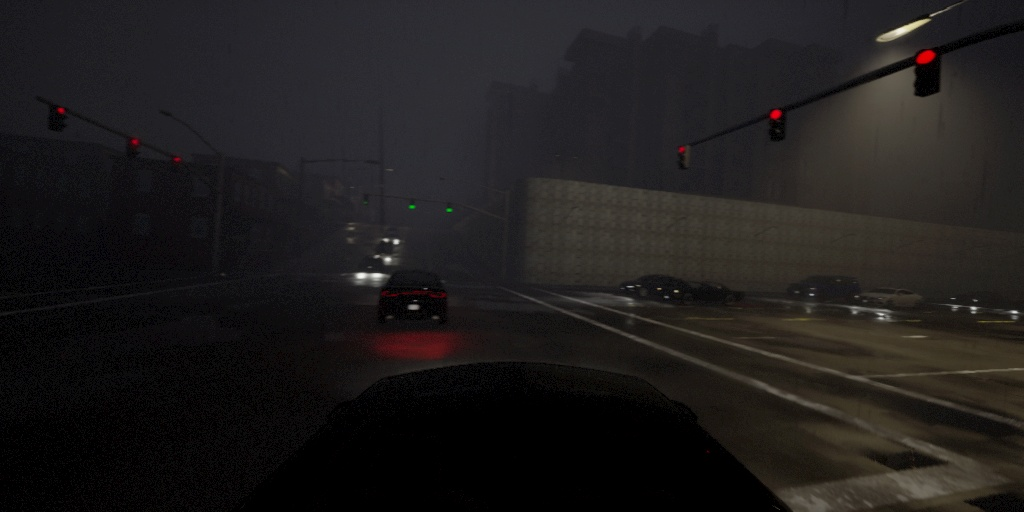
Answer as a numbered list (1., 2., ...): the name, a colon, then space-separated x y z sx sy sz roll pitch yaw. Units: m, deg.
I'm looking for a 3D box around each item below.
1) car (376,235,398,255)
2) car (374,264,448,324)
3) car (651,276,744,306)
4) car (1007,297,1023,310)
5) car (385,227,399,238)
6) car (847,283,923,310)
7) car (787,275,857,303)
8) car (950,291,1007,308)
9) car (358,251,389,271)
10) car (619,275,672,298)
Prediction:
1. car: -15.975 -1.167 45.230 2.033 1.411 5.357 3 10 -15
2. car: -3.188 1.168 11.694 1.882 1.535 5.008 3 -1 -15
3. car: 10.969 2.143 21.047 4.718 1.301 1.895 3 -1 -14
4. car: 44.507 4.080 29.916 4.718 1.301 1.895 3 -1 -15
5. car: -19.003 -3.799 57.044 1.812 1.442 4.674 3 12 -15
6. car: 26.470 2.933 25.169 4.674 1.442 1.812 3 -1 -15
7. car: 24.656 2.565 28.316 5.566 2.045 2.150 3 -1 -15
8. car: 43.635 3.984 33.305 5.357 1.411 2.033 3 -1 -15
9. car: -12.633 0.616 32.466 1.994 1.385 4.181 3 4 -16
10. car: 9.653 2.013 24.305 4.892 1.490 1.837 3 -1 -15
